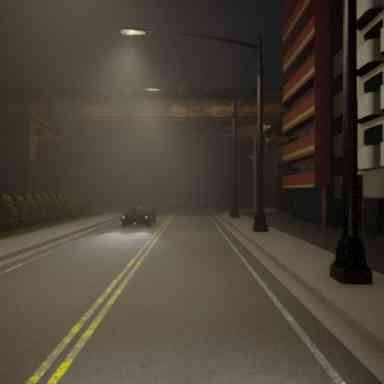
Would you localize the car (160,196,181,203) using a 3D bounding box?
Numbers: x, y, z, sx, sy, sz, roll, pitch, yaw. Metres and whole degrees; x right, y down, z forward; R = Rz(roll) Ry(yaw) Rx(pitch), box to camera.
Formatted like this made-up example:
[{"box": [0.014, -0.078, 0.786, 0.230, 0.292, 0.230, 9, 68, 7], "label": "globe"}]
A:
[{"box": [-3.905, 1.331, 60.119, 1.853, 1.218, 4.536, 0, 0, 24], "label": "car"}]

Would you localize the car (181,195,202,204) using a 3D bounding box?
[{"box": [0.236, 1.484, 59.784, 2.038, 1.542, 4.974, 0, 0, -21], "label": "car"}]

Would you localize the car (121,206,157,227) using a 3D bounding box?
[{"box": [-3.605, 1.672, 23.144, 1.895, 1.301, 4.718, 0, 0, 0], "label": "car"}]

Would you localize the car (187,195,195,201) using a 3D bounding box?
[{"box": [-0.259, 1.499, 86.378, 2.038, 1.542, 4.974, 0, 0, -1], "label": "car"}]

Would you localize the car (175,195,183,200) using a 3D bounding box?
[{"box": [-3.731, 1.506, 94.884, 2.038, 1.542, 4.974, 0, 0, -1], "label": "car"}]

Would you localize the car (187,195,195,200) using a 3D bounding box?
[{"box": [-0.260, 1.341, 86.430, 1.853, 1.218, 4.536, 0, 0, -1], "label": "car"}]

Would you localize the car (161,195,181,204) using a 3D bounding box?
[{"box": [-3.926, 1.488, 60.071, 2.038, 1.542, 4.974, 0, 0, 24], "label": "car"}]

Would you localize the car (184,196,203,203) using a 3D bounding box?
[{"box": [0.217, 1.327, 59.832, 1.853, 1.218, 4.536, 0, 0, -21], "label": "car"}]

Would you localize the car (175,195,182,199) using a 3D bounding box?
[{"box": [-3.732, 1.349, 94.936, 1.853, 1.218, 4.536, 0, 0, -1], "label": "car"}]
